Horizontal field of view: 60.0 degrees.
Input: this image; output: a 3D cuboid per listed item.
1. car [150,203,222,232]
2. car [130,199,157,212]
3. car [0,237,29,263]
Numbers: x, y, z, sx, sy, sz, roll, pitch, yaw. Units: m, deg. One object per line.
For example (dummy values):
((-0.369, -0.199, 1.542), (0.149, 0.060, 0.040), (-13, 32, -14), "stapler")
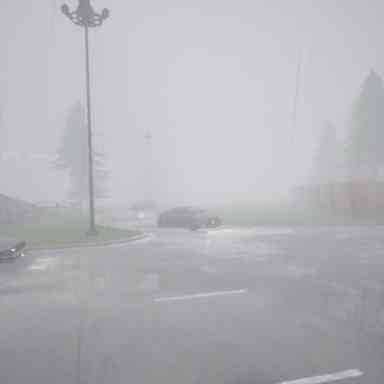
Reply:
((-0.241, 1.550, 20.271), (4.181, 1.385, 1.994), (-1, 0, 43), "car")
((-6.087, 1.614, 42.102), (1.882, 1.535, 5.008), (-2, 0, 17), "car")
((-8.225, 1.790, 10.470), (5.357, 1.411, 2.033), (-2, 0, -14), "car")
